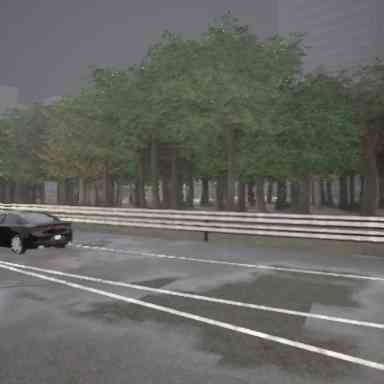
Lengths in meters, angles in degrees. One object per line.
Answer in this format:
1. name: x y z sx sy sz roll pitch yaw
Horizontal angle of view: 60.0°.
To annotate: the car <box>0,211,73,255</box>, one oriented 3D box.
1. car: -6.937 1.489 13.370 5.008 1.535 1.882 0 0 33
